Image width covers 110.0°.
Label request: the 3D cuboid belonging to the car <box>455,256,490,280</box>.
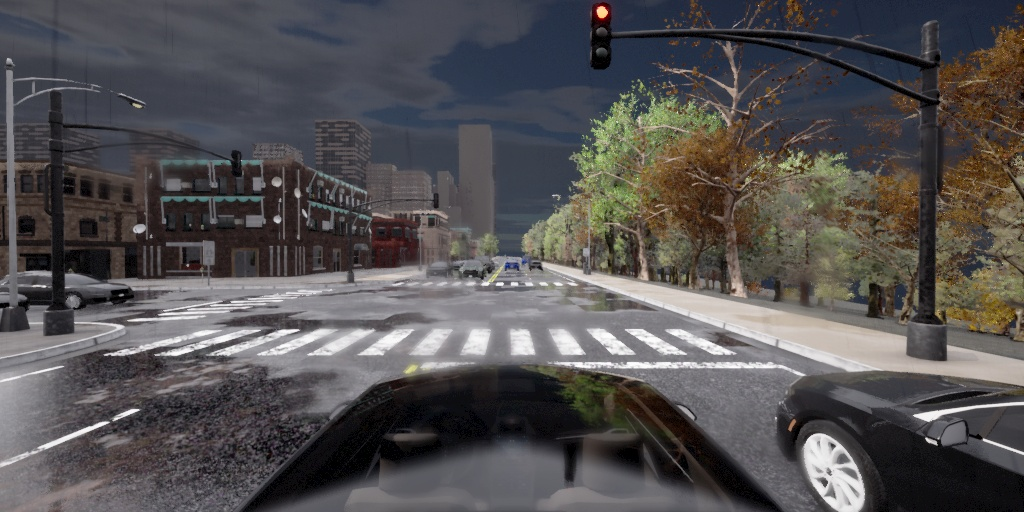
[{"bbox_3d":[-3.405,1.093,31.712,2.097,1.767,4.553,0,0,0],"label":"car"}]

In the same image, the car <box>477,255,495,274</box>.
[{"bbox_3d":[-3.425,0.958,41.292,2.150,2.045,5.566,0,0,0],"label":"car"}]

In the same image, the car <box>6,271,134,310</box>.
[{"bbox_3d":[-19.221,1.469,15.341,4.892,1.490,1.837,-1,1,-2],"label":"car"}]

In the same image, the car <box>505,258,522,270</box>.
[{"bbox_3d":[-0.004,1.210,50.570,1.882,1.535,5.008,0,0,0],"label":"car"}]

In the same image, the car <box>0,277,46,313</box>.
[{"bbox_3d":[-19.970,1.565,12.656,4.313,1.339,1.948,0,0,0],"label":"car"}]

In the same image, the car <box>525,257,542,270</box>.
[{"bbox_3d":[3.246,1.237,50.780,1.837,1.490,4.892,0,0,0],"label":"car"}]

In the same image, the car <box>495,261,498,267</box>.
[{"bbox_3d":[-3.445,1.296,51.346,1.994,1.385,4.181,0,0,0],"label":"car"}]

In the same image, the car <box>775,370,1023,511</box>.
[{"bbox_3d":[3.365,1.255,1.275,1.837,1.490,4.892,0,0,-2],"label":"car"}]

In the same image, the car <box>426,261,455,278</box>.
[{"bbox_3d":[-6.656,1.217,33.540,1.882,1.535,5.008,0,0,0],"label":"car"}]

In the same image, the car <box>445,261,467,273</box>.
[{"bbox_3d":[-6.672,1.336,43.502,1.895,1.301,4.718,0,0,0],"label":"car"}]
